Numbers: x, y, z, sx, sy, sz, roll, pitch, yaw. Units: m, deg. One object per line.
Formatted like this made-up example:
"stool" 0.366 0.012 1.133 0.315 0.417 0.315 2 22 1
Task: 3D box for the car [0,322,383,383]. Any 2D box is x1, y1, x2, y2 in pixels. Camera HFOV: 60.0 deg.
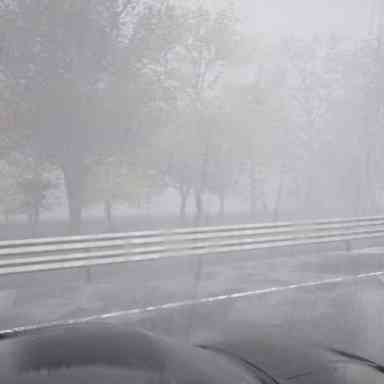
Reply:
"car" -0.605 1.556 1.730 5.008 1.535 1.882 -1 -3 -24
